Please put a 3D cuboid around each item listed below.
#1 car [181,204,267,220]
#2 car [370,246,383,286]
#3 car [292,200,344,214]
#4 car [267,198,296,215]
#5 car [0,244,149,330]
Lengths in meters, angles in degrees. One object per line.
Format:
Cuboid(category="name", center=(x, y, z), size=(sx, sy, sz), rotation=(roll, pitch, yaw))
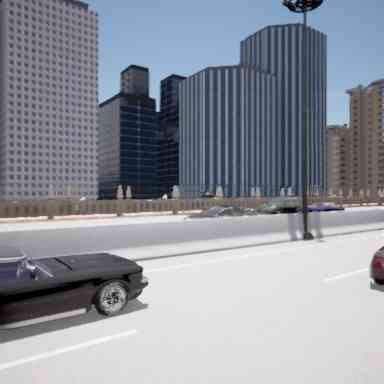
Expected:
Cuboid(category="car", center=(1.547, 1.505, 17.994), size=(4.892, 1.490, 1.837), rotation=(0, 0, -35))
Cuboid(category="car", center=(6.239, 1.564, 8.198), size=(4.181, 1.385, 1.994), rotation=(0, 0, -36))
Cuboid(category="car", center=(11.281, 1.601, 29.235), size=(4.718, 1.301, 1.895), rotation=(0, 0, -35))
Cuboid(category="car", center=(8.335, 1.352, 31.429), size=(4.553, 1.767, 2.097), rotation=(0, 0, -35))
Cuboid(category="car", center=(-3.174, 1.601, 5.782), size=(4.718, 1.301, 1.895), rotation=(0, 0, -36))
